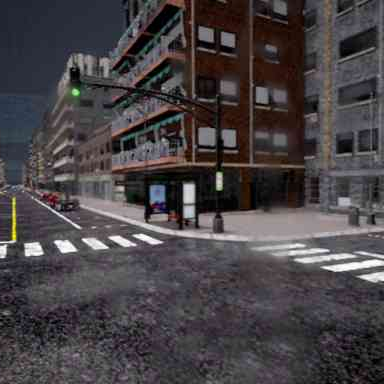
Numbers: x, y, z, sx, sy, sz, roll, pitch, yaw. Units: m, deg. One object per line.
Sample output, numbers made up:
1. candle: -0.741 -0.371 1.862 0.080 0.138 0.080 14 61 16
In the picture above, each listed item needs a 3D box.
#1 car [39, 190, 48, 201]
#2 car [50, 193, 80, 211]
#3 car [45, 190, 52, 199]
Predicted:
1. car: -21.838 0.475 49.823 1.967 1.590 4.097 -2 2 -28
2. car: -11.228 0.951 29.925 2.008 1.369 4.403 -2 2 -28
3. car: -13.879 0.854 34.899 1.887 1.381 4.507 -2 2 -28
